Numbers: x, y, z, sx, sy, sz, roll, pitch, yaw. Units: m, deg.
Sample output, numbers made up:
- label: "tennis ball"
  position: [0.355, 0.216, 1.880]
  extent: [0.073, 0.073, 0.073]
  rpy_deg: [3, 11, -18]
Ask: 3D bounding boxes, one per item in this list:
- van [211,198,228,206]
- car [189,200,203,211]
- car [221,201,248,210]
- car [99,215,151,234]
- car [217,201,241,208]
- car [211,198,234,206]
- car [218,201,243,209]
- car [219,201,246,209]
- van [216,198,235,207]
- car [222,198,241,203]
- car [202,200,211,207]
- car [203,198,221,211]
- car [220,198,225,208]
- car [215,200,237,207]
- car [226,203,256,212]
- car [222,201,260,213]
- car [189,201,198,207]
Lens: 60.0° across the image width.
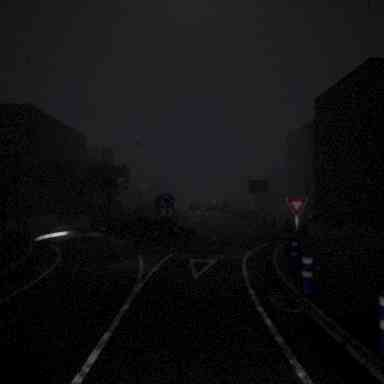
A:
- label: "van"
  position: [7.637, 2.723, 91.411]
  extent: [4.442, 1.987, 1.878]
  rpy_deg: [0, -1, -1]
- label: "car"
  position: [0.477, 2.459, 60.240]
  extent: [2.097, 1.767, 4.553]
  rpy_deg: [0, 0, -1]
- label: "car"
  position: [8.080, 2.608, 63.851]
  extent: [5.008, 1.535, 2.097]
  rpy_deg: [0, 0, -1]
- label: "car"
  position: [-4.827, 2.518, 26.204]
  extent: [4.718, 1.301, 1.895]
  rpy_deg: [1, -2, -36]
- label: "car"
  position: [7.986, 2.673, 72.118]
  extent: [4.892, 1.521, 2.231]
  rpy_deg: [0, -1, -1]
- label: "car"
  position: [7.790, 2.600, 85.903]
  extent: [5.566, 2.045, 2.435]
  rpy_deg: [0, -1, -1]
- label: "car"
  position: [8.017, 2.648, 69.362]
  extent: [4.892, 1.521, 2.231]
  rpy_deg: [0, 0, -1]
- label: "car"
  position: [8.039, 2.626, 66.606]
  extent: [5.008, 1.535, 2.097]
  rpy_deg: [0, 0, -1]
- label: "van"
  position: [8.000, 2.542, 80.268]
  extent: [4.442, 1.987, 1.878]
  rpy_deg: [0, -1, -1]
- label: "car"
  position: [8.108, 2.457, 58.340]
  extent: [4.553, 1.767, 2.185]
  rpy_deg: [0, 0, -1]
- label: "car"
  position: [3.293, 2.565, 76.019]
  extent: [1.837, 1.490, 4.892]
  rpy_deg: [0, -1, -1]
- label: "car"
  position: [3.478, 2.460, 60.281]
  extent: [2.097, 1.767, 4.553]
  rpy_deg: [0, 0, -1]
- label: "car"
  position: [8.137, 2.342, 61.096]
  extent: [5.566, 2.045, 2.435]
  rpy_deg: [0, 0, -1]
- label: "car"
  position: [7.921, 2.733, 77.629]
  extent: [5.008, 1.535, 2.097]
  rpy_deg: [0, -1, -1]
- label: "car"
  position: [8.175, 2.616, 55.584]
  extent: [4.674, 1.452, 2.002]
  rpy_deg: [0, 0, -1]
- label: "car"
  position: [8.018, 2.569, 52.825]
  extent: [5.366, 1.575, 1.946]
  rpy_deg: [0, 0, -1]
- label: "car"
  position: [0.293, 2.659, 76.013]
  extent: [1.895, 1.301, 4.718]
  rpy_deg: [0, -1, -1]
